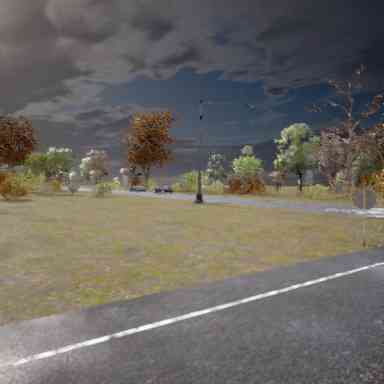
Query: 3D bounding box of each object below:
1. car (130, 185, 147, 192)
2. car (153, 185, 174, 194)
[{"bbox_3d":[-10.557,-0.659,64.915,1.994,1.385,4.181,0,2,-36],"label":"car"},{"bbox_3d":[-4.964,-0.409,57.120,1.837,1.490,4.892,0,2,-36],"label":"car"}]
